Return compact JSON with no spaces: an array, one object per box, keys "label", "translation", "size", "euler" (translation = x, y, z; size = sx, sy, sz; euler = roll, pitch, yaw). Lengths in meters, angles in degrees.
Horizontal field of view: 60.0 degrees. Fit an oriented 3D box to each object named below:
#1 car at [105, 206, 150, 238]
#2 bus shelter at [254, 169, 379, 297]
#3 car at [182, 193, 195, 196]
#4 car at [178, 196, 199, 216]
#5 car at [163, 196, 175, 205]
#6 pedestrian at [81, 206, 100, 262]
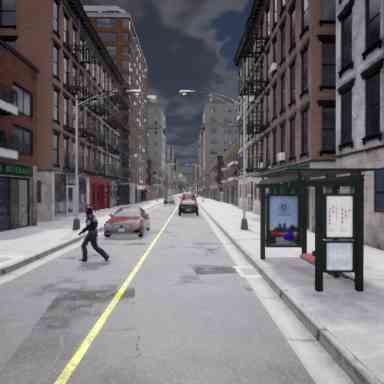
[{"label":"car","translation":[-3.335,1.524,17.946],"size":[1.812,1.442,4.674],"euler":[0,1,-1]},{"label":"bus shelter","translation":[3.020,0.875,9.047],"size":[1.920,2.740,3.880],"euler":[0,0,-1]},{"label":"car","translation":[-0.503,1.210,45.558],"size":[2.150,2.045,5.566],"euler":[0,0,-3]},{"label":"car","translation":[-0.341,1.471,32.855],"size":[1.882,1.535,5.008],"euler":[0,0,-1]},{"label":"car","translation":[-3.829,1.488,56.506],"size":[1.837,1.490,4.892],"euler":[0,0,-1]},{"label":"pedestrian","translation":[-3.178,1.293,10.443],"size":[0.375,1.860,0.375],"euler":[0,0,-11]}]
